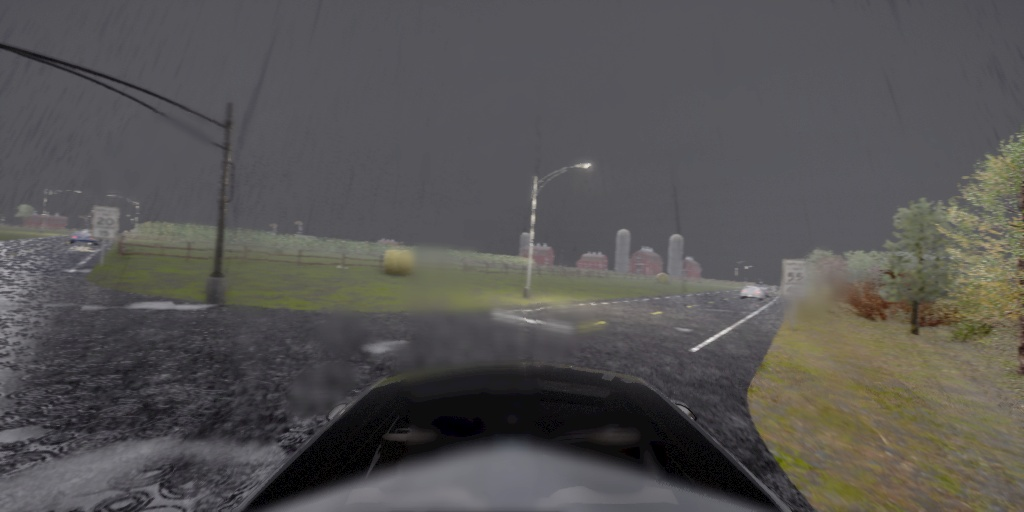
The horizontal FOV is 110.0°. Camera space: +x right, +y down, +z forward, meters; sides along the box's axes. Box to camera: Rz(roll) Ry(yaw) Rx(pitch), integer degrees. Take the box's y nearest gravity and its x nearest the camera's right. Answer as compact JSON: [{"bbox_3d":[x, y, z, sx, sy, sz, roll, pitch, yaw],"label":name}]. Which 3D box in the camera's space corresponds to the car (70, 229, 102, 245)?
[{"bbox_3d":[-43.425,-1.880,36.527,5.357,1.411,2.033,4,0,43],"label":"car"}]

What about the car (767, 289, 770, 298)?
[{"bbox_3d":[32.110,4.587,46.439,1.812,1.442,4.674,3,-2,38],"label":"car"}]

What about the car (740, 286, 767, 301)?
[{"bbox_3d":[25.666,3.937,38.290,1.812,1.442,4.674,3,-2,38],"label":"car"}]
